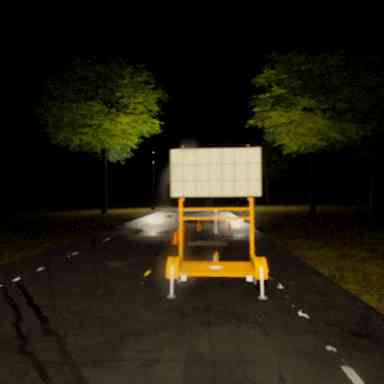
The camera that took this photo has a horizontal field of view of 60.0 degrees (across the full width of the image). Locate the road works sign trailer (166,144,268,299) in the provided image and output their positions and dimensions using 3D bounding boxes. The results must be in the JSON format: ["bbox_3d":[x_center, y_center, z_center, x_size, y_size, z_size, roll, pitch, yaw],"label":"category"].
[{"bbox_3d":[0.628,0.560,8.730,2.380,3.560,2.880,-1,-1,4],"label":"road works sign trailer"}]
